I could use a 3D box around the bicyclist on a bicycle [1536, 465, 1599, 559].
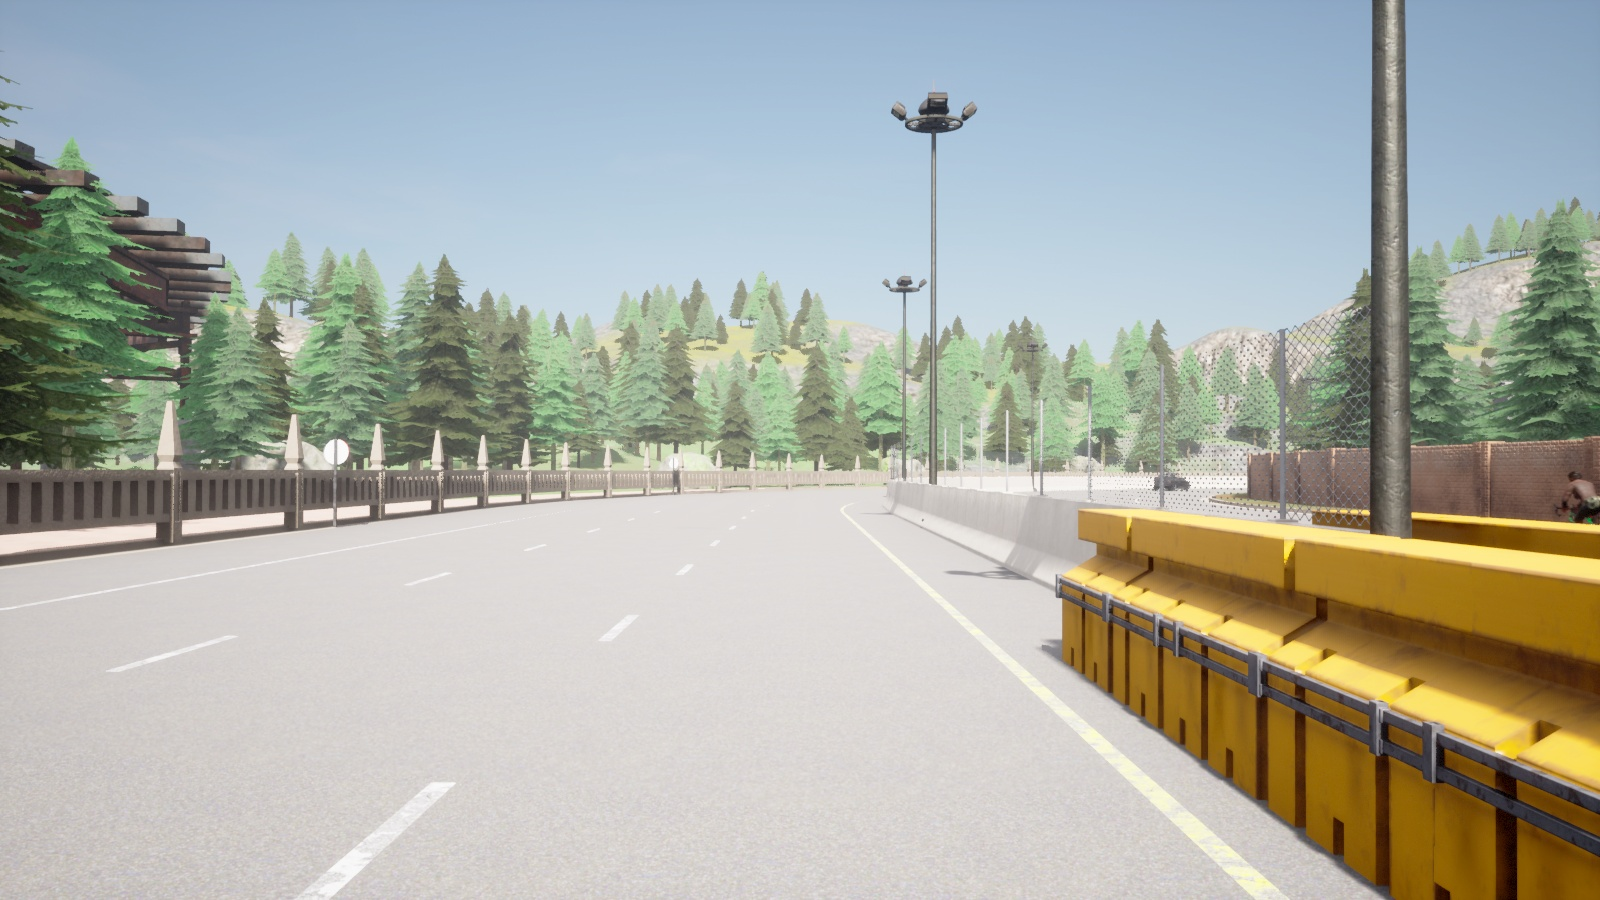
[{"bbox_3d":[13.947,1.088,22.460,0.582,1.620,1.656,0,-1,0],"label":"bicyclist on a bicycle"}]
